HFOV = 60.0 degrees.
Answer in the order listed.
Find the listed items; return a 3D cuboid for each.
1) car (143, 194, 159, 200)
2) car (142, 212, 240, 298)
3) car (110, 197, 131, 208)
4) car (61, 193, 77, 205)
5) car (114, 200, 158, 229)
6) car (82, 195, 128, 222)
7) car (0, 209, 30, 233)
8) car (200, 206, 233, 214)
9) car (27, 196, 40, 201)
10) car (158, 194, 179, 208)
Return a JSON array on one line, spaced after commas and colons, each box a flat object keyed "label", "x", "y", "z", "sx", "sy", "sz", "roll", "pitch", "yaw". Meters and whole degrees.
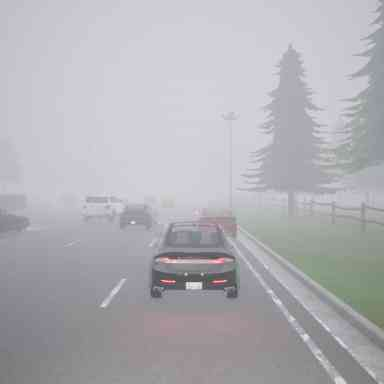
[{"label": "car", "x": -6.859, "y": 1.351, "z": 55.021, "sx": 2.097, "sy": 1.767, "sz": 4.553, "roll": 0, "pitch": 0, "yaw": 0}, {"label": "car", "x": 0.058, "y": 1.492, "z": 8.469, "sx": 2.128, "sy": 1.511, "sz": 4.902, "roll": 0, "pitch": 0, "yaw": 0}, {"label": "car", "x": -10.363, "y": 1.547, "z": 48.668, "sx": 2.033, "sy": 1.411, "sz": 5.357, "roll": 0, "pitch": 0, "yaw": 0}, {"label": "car", "x": -22.414, "y": 1.221, "z": 60.505, "sx": 2.150, "sy": 2.045, "sz": 5.566, "roll": 0, "pitch": 0, "yaw": -29}, {"label": "car", "x": -3.384, "y": 1.504, "z": 21.513, "sx": 1.837, "sy": 1.490, "sz": 4.892, "roll": 0, "pitch": 0, "yaw": 0}, {"label": "car", "x": -6.879, "y": 1.221, "z": 26.290, "sx": 2.150, "sy": 2.045, "sz": 5.566, "roll": 0, "pitch": 0, "yaw": 0}, {"label": "car", "x": -10.388, "y": 1.547, "z": 17.014, "sx": 2.033, "sy": 1.411, "sz": 5.357, "roll": 0, "pitch": 0, "yaw": 0}, {"label": "car", "x": 1.238, "y": 1.478, "z": 17.810, "sx": 1.882, "sy": 1.535, "sz": 5.008, "roll": 0, "pitch": 0, "yaw": 0}, {"label": "car", "x": -40.153, "y": 1.595, "z": 83.856, "sx": 1.895, "sy": 1.301, "sz": 4.718, "roll": 0, "pitch": 0, "yaw": -44}, {"label": "car", "x": -3.364, "y": 1.477, "z": 48.296, "sx": 1.882, "sy": 1.535, "sz": 5.008, "roll": 0, "pitch": 0, "yaw": 0}]
